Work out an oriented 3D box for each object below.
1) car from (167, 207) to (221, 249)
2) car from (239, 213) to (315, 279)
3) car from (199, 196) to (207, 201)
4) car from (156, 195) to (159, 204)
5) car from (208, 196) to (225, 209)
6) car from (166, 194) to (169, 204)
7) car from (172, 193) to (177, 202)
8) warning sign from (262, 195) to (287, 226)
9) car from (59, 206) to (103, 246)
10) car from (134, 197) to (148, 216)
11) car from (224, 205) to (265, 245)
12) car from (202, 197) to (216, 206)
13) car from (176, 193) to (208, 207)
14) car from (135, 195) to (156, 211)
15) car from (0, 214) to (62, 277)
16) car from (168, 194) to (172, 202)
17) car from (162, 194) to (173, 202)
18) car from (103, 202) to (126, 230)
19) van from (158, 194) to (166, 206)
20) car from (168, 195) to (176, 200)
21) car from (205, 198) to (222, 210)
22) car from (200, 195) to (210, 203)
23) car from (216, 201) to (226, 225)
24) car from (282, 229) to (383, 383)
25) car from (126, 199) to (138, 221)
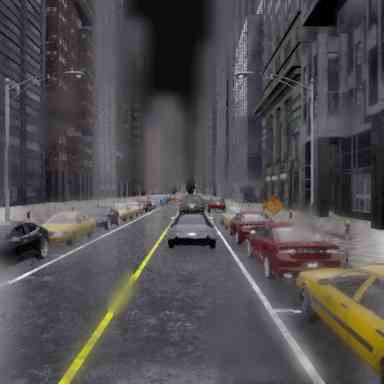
[{"bbox_3d":[0.000,1.574,14.651,1.994,1.385,4.181,0,0,0],"label":"car"},{"bbox_3d":[2.760,1.544,9.847,1.887,1.381,4.507,0,0,0],"label":"car"},{"bbox_3d":[2.760,1.619,83.173,1.947,1.339,4.313,0,0,0],"label":"car"},{"bbox_3d":[-5.765,1.537,43.513,1.752,1.417,4.829,0,0,0],"label":"car"},{"bbox_3d":[2.759,1.324,38.050,2.192,1.841,5.009,0,0,0],"label":"car"},{"bbox_3d":[-5.766,1.577,60.605,2.008,1.369,4.403,0,0,0],"label":"car"},{"bbox_3d":[-3.000,1.229,75.927,2.150,2.045,5.566,0,0,0],"label":"car"},{"bbox_3d":[5.070,1.117,20.554,1.300,1.860,1.060,0,0,0],"label":"warning sign"},{"bbox_3d":[-5.765,1.526,15.309,1.752,1.417,4.829,0,0,0],"label":"car"},{"bbox_3d":[-5.765,1.531,32.232,1.752,1.417,4.829,0,0,0],"label":"car"},{"bbox_3d":[2.760,1.545,15.488,1.887,1.381,4.507,0,0,0],"label":"car"},{"bbox_3d":[2.760,1.572,54.971,2.008,1.369,4.403,0,0,0],"label":"car"},{"bbox_3d":[0.000,1.263,29.681,2.150,2.045,5.566,0,0,0],"label":"car"},{"bbox_3d":[-5.766,1.324,38.042,2.192,1.841,5.009,0,0,0],"label":"car"},{"bbox_3d":[-5.765,1.566,9.839,1.947,1.339,4.313,0,0,0],"label":"car"},{"bbox_3d":[-5.766,1.348,66.246,2.192,1.841,5.009,0,0,0],"label":"car"},{"bbox_3d":[-5.767,1.361,77.527,2.192,1.841,5.009,0,0,0],"label":"car"},{"bbox_3d":[-5.765,1.568,21.120,1.947,1.339,4.313,0,0,0],"label":"car"},{"bbox_3d":[-5.766,1.362,54.965,1.690,1.788,3.998,0,0,0],"label":"van"},{"bbox_3d":[-5.765,1.632,94.450,1.947,1.339,4.313,0,0,0],"label":"car"},{"bbox_3d":[2.760,1.563,43.690,2.008,1.369,4.403,0,0,0],"label":"car"},{"bbox_3d":[2.759,1.479,71.892,1.967,1.590,4.097,0,0,0],"label":"car"},{"bbox_3d":[2.760,1.527,21.298,1.752,1.417,4.829,0,0,0],"label":"car"},{"bbox_3d":[2.760,1.525,4.377,1.752,1.417,4.829,0,0,0],"label":"car"},{"bbox_3d":[-5.765,1.529,26.591,1.752,1.417,4.829,0,0,0],"label":"car"}]
